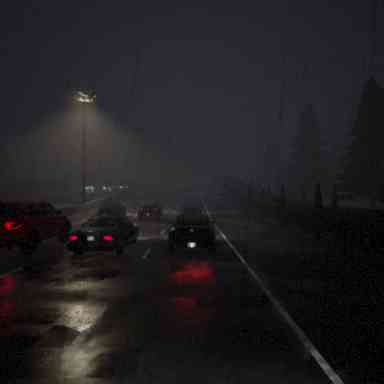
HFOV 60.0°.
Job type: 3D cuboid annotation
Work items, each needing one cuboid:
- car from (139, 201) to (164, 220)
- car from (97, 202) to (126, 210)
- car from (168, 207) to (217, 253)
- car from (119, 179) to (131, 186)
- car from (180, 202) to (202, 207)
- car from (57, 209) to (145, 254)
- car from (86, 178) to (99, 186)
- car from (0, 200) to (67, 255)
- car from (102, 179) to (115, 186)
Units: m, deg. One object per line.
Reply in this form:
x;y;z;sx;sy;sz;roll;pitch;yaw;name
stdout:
-3.573;1.550;29.285;2.128;1.511;4.902;0;2;0;car
-7.072;1.580;29.362;1.812;1.442;4.674;0;2;0;car
0.003;1.642;14.310;1.837;1.490;4.892;0;0;0;car
-14.304;-2.125;71.209;1.994;1.385;4.181;0;6;0;car
-0.073;1.580;29.388;1.812;1.442;4.674;0;2;0;car
-3.498;1.679;13.987;2.033;1.411;5.357;0;-1;0;car
-21.304;-2.152;71.168;2.128;1.511;4.902;0;6;0;car
-6.998;1.348;14.000;2.150;2.045;5.566;0;0;0;car
-17.804;-2.125;71.190;1.994;1.385;4.181;0;6;0;car
